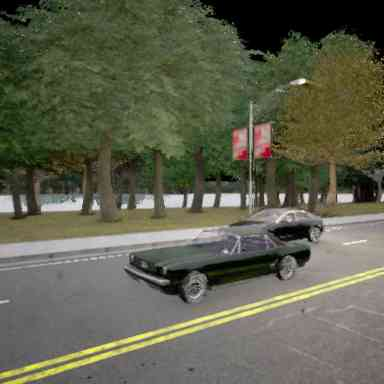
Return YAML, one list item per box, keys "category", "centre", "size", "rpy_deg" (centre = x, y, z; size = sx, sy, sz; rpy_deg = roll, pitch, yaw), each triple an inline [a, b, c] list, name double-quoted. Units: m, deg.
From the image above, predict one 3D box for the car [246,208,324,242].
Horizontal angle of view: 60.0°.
- category: "car"
  centre: [3.694, 1.477, 14.323]
  size: [4.902, 1.511, 2.128]
  rpy_deg: [0, 0, -36]

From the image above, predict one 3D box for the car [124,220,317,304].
- category: "car"
  centre: [0.796, 1.593, 8.251]
  size: [4.718, 1.301, 1.895]
  rpy_deg: [0, 0, -36]
